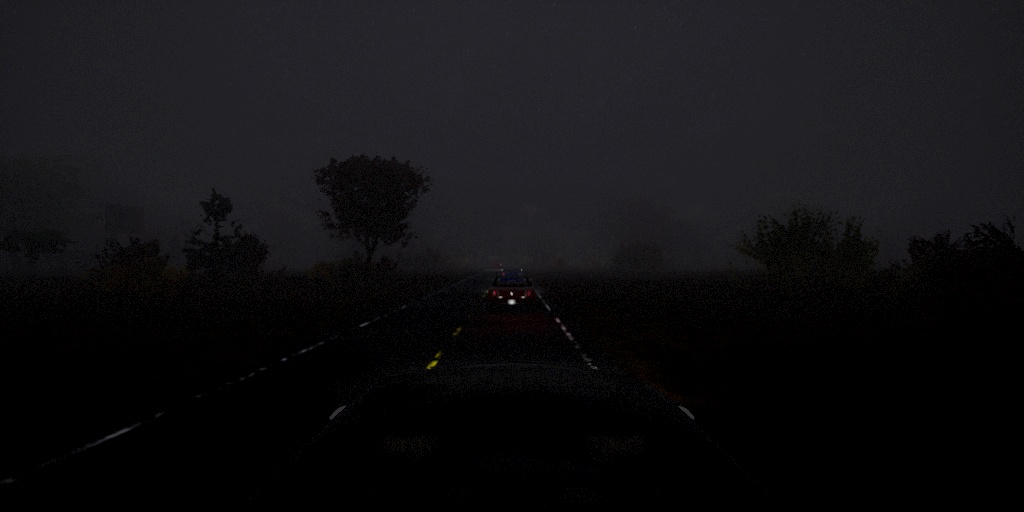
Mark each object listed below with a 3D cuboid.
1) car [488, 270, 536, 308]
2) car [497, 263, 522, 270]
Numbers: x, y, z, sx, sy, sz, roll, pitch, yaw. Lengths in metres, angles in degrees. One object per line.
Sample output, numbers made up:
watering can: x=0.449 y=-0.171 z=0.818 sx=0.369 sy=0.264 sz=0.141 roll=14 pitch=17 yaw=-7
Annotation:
car: x=-0.008 y=1.490 z=15.961 sx=1.895 sy=1.301 sz=4.718 roll=0 pitch=-1 yaw=0
car: x=-0.016 y=1.596 z=31.153 sx=1.994 sy=1.385 sz=4.181 roll=0 pitch=0 yaw=0
